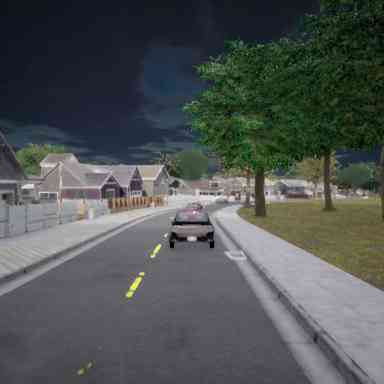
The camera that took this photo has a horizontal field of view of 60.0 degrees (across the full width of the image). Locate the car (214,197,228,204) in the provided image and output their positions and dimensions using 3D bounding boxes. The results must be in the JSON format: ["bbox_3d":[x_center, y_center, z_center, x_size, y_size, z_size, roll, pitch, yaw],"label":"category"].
[{"bbox_3d":[6.147,1.802,69.185,1.812,1.442,4.674,1,0,21],"label":"car"}]

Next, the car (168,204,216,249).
[{"bbox_3d":[0.000,1.517,14.661,2.128,1.511,4.902,0,0,0],"label":"car"}]
